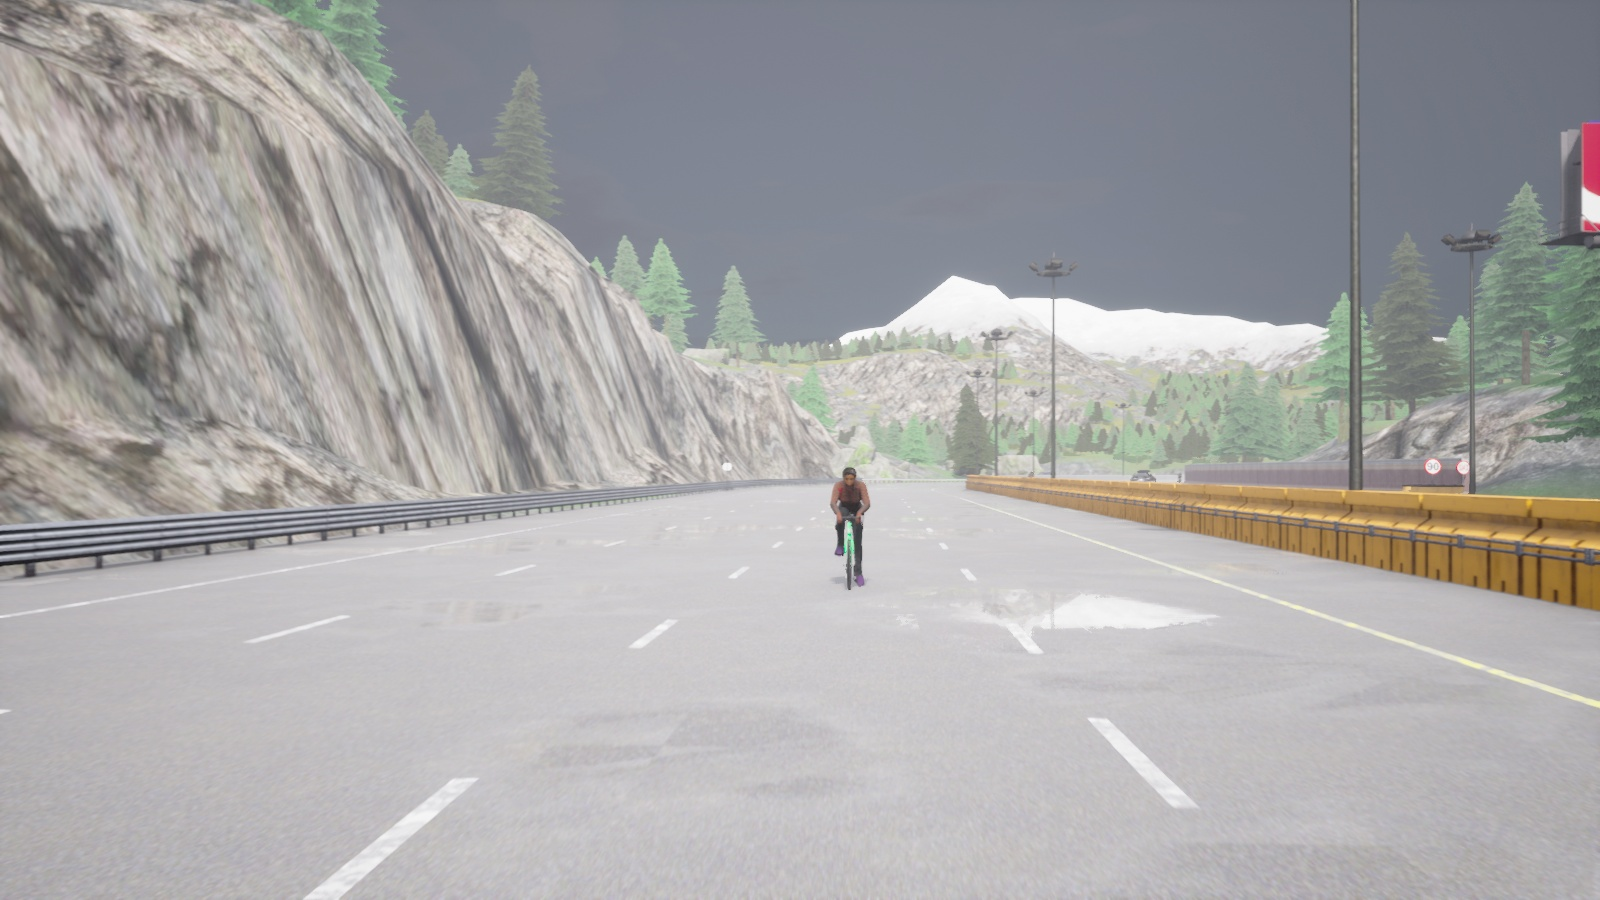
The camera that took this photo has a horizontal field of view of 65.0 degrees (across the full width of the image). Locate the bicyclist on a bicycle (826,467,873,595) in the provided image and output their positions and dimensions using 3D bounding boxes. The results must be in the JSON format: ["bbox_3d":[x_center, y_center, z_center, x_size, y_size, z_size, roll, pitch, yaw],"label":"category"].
[{"bbox_3d":[0.681,1.048,16.886,0.582,1.620,1.656,0,-1,4],"label":"bicyclist on a bicycle"}]
